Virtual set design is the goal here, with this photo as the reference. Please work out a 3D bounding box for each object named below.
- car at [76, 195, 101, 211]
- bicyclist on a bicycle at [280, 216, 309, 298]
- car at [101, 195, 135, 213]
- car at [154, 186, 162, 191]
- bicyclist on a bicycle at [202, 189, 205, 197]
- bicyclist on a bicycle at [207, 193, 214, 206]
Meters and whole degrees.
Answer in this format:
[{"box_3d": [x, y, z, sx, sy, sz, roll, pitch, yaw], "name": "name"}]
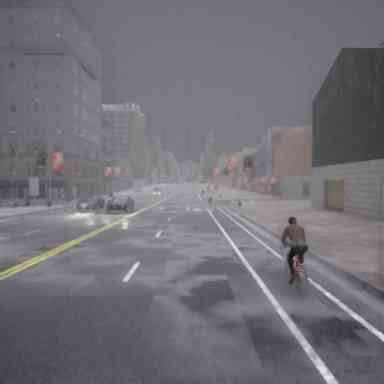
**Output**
[{"box_3d": [-9.784, 1.057, 32.549, 2.128, 1.511, 4.902, 0, 1, 0], "name": "car"}, {"box_3d": [2.250, 1.371, 7.314, 0.582, 1.620, 1.656, 0, 0, 0], "name": "bicyclist on a bicycle"}, {"box_3d": [-6.549, 1.069, 30.828, 1.882, 1.535, 5.008, 0, 1, 1], "name": "car"}, {"box_3d": [-9.741, -0.961, 94.457, 1.994, 1.385, 4.181, 0, 2, 0], "name": "car"}, {"box_3d": [2.259, 0.219, 66.652, 0.659, 1.776, 1.843, 0, 3, 0], "name": "bicyclist on a bicycle"}, {"box_3d": [2.255, 0.871, 40.945, 0.866, 1.612, 1.509, 0, 1, 0], "name": "bicyclist on a bicycle"}]
